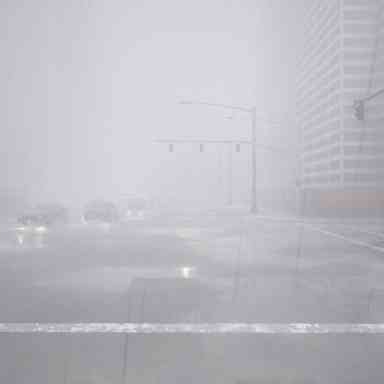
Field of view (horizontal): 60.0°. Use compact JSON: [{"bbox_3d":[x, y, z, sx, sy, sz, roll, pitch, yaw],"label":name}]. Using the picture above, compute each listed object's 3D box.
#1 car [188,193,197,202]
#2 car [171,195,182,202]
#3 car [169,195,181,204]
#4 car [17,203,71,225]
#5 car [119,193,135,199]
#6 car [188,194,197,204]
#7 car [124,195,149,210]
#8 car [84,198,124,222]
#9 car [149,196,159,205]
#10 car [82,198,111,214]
[{"bbox_3d":[0.087,1.184,74.440,2.097,1.767,4.553,0,0,0],"label":"car"},{"bbox_3d":[-3.412,1.354,74.474,2.128,1.511,4.902,0,0,0],"label":"car"},{"bbox_3d":[-3.425,1.491,64.189,2.128,1.511,4.902,0,0,0],"label":"car"},{"bbox_3d":[-10.573,1.547,24.290,2.033,1.411,5.357,0,0,0],"label":"car"},{"bbox_3d":[-10.526,1.222,54.342,2.150,2.045,5.566,0,0,0],"label":"car"},{"bbox_3d":[0.075,1.547,64.185,2.033,1.411,5.357,0,0,0],"label":"car"},{"bbox_3d":[-7.048,1.506,42.661,1.837,1.490,4.892,0,0,0],"label":"car"},{"bbox_3d":[-7.069,1.506,26.380,1.837,1.490,4.892,0,0,0],"label":"car"},{"bbox_3d":[-7.005,1.505,59.222,1.837,1.490,4.892,0,0,0],"label":"car"},{"bbox_3d":[-10.557,1.505,37.096,1.837,1.490,4.892,0,0,0],"label":"car"}]
